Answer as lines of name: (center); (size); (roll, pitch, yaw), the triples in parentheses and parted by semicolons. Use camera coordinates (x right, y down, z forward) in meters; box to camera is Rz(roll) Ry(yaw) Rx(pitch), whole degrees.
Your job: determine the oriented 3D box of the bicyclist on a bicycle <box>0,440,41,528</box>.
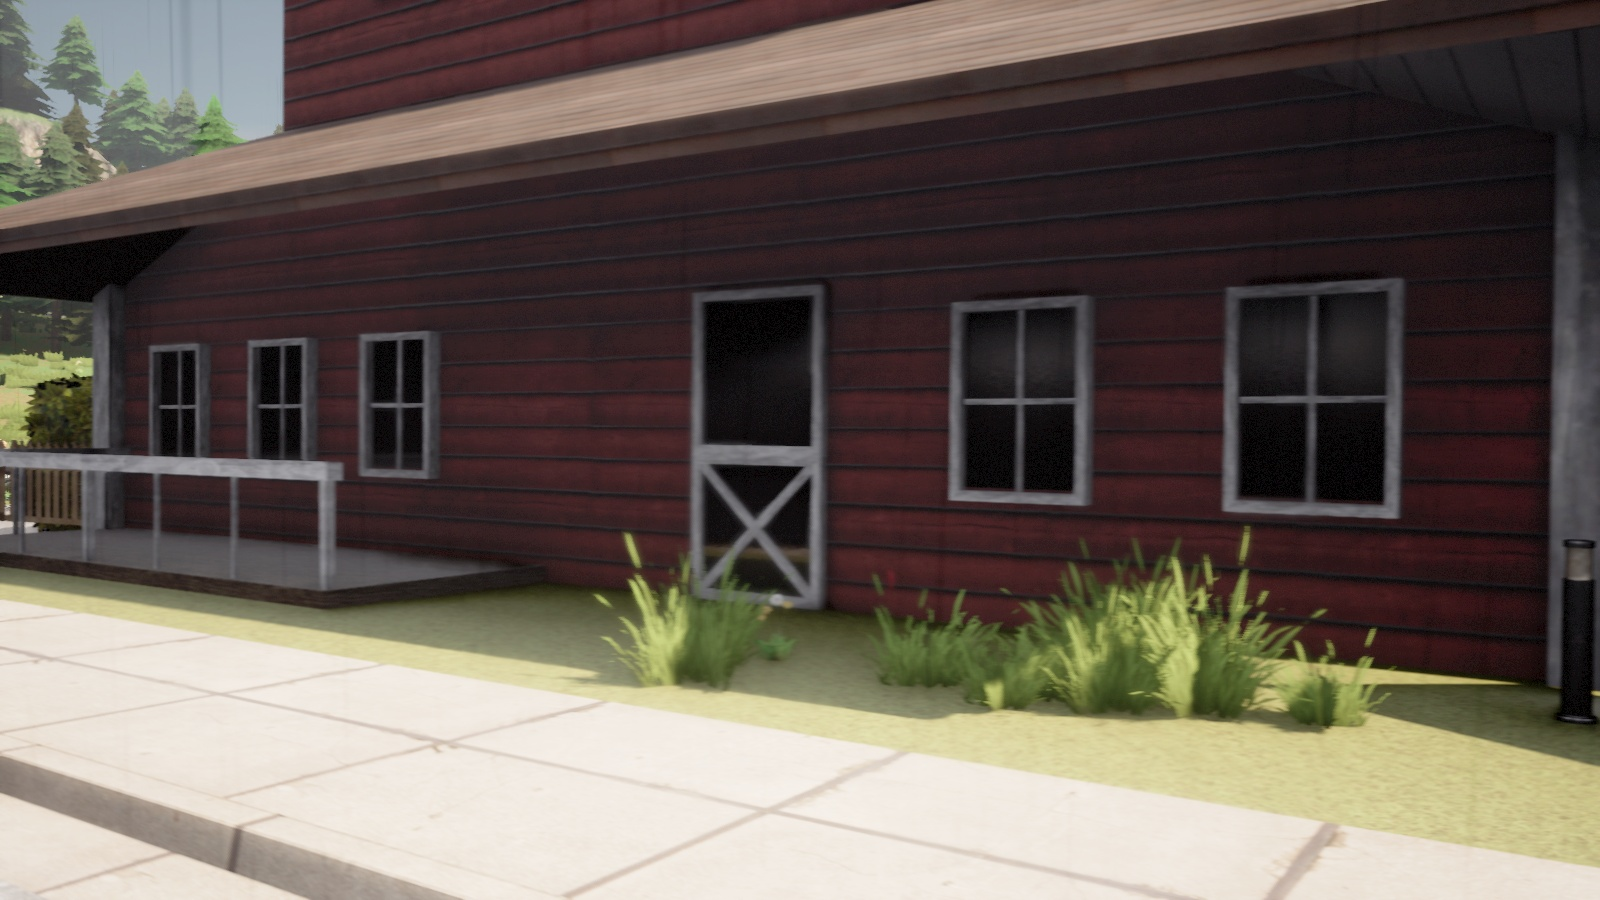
bicyclist on a bicycle: (-15.151, 0.626, 23.374); (0.866, 1.612, 1.509); (0, 1, 34)
